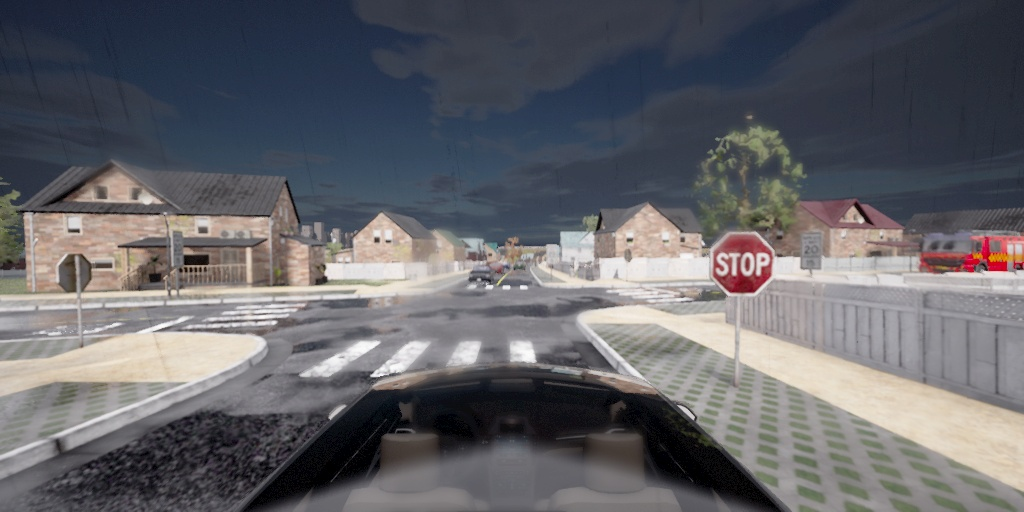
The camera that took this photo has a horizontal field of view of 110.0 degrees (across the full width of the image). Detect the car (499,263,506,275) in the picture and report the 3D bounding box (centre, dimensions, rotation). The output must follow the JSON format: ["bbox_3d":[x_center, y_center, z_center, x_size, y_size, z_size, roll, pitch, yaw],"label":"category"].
[{"bbox_3d":[-2.123,1.573,45.324,1.882,1.535,5.008,0,-1,2],"label":"car"}]

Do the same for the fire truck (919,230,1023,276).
[{"bbox_3d":[37.610,-0.101,29.142,8.468,3.827,2.891,0,2,-17],"label":"fire truck"}]

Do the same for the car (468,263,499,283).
[{"bbox_3d":[-2.504,1.498,30.582,2.033,1.411,5.357,0,0,1],"label":"car"}]

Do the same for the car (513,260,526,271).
[{"bbox_3d":[1.346,1.665,62.901,2.097,1.767,4.553,0,-1,3],"label":"car"}]
